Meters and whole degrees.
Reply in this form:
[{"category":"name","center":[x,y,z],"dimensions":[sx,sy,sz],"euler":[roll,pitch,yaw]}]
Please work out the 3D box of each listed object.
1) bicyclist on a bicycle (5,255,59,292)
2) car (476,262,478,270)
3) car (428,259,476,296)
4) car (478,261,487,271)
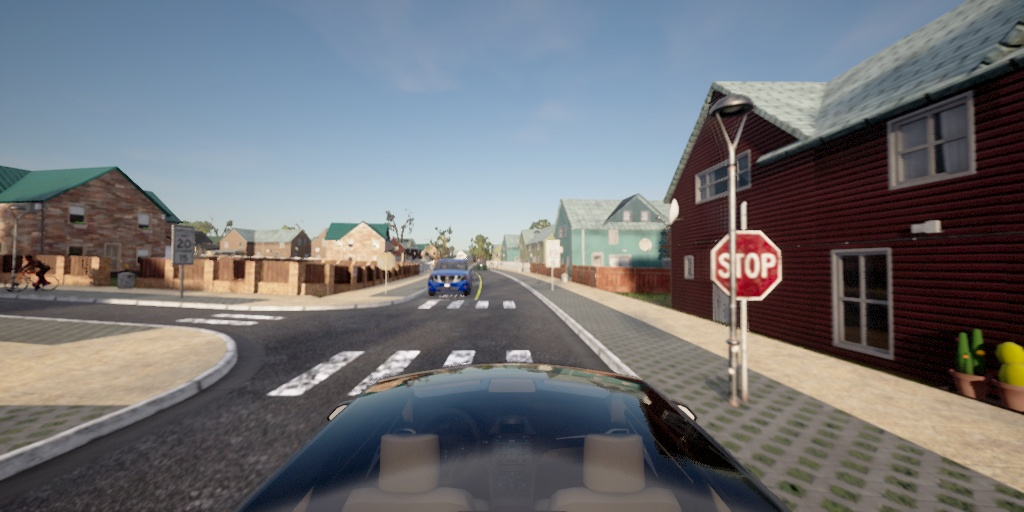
[{"category":"bicyclist on a bicycle","center":[-21.459,0.787,16.076],"dimensions":[0.582,1.620,1.656],"euler":[1,-1,9]},{"category":"car","center":[-5.574,1.670,43.951],"dimensions":[2.128,1.511,4.902],"euler":[0,-1,-7]},{"category":"car","center":[-3.493,1.169,21.112],"dimensions":[2.150,2.045,5.566],"euler":[0,0,-4]},{"category":"car","center":[-5.636,1.730,63.493],"dimensions":[2.097,1.767,4.553],"euler":[0,-1,-11]}]
